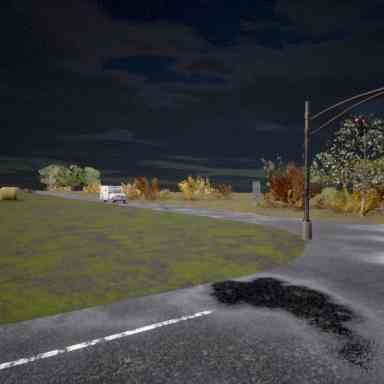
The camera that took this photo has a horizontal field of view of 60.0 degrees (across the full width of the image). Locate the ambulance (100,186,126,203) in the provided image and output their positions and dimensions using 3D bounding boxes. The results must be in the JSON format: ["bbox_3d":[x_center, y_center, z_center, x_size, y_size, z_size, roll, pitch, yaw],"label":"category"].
[{"bbox_3d":[-11.873,0.341,50.071,2.351,2.431,6.366,2,0,-32],"label":"ambulance"}]
